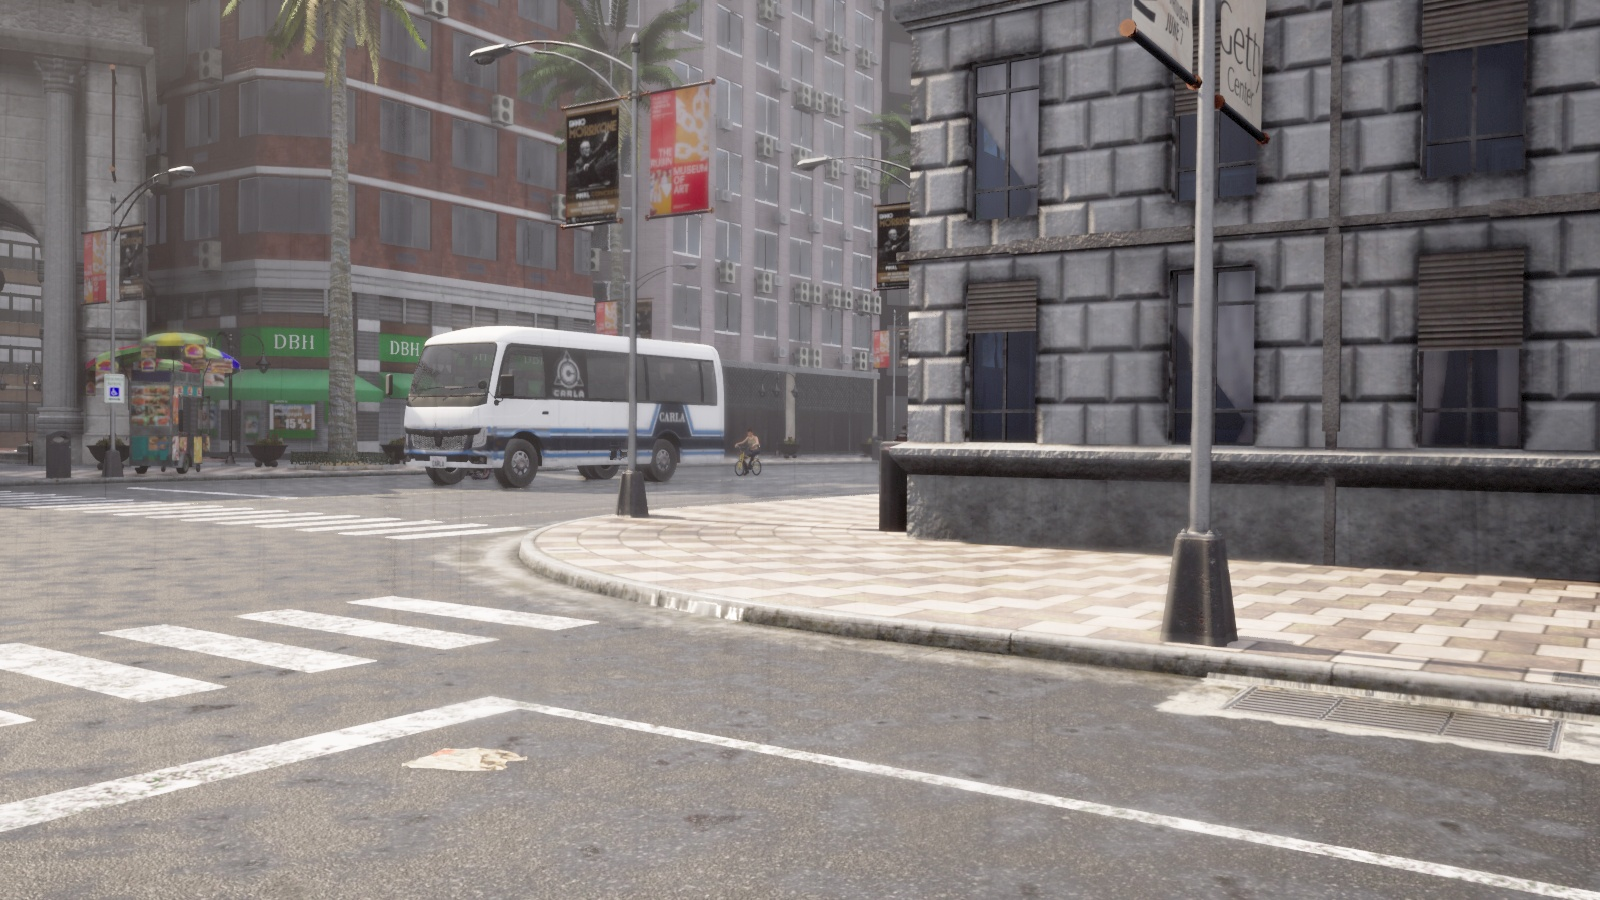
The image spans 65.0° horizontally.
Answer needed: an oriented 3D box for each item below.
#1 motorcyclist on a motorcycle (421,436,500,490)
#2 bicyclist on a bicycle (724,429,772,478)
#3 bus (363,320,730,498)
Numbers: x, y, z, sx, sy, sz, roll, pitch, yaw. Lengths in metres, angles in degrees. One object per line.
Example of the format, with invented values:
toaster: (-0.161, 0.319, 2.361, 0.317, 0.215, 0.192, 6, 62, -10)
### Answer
motorcyclist on a motorcycle: (-9.906, 0.355, 36.688, 0.866, 1.530, 2.191, 0, 1, 34)
bicyclist on a bicycle: (-1.742, 0.104, 42.481, 0.866, 1.612, 1.509, 0, 1, 34)
bus: (-6.667, -1.067, 35.331, 3.944, 4.253, 10.273, 0, 1, 34)
